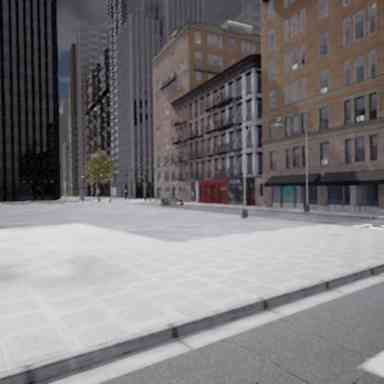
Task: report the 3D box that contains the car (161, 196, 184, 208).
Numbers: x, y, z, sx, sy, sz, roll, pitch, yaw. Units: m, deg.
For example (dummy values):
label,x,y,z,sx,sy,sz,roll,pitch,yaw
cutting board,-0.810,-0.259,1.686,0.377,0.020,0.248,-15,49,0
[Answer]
label,x,y,z,sx,sy,sz,roll,pitch,yaw
car,-2.690,1.322,44.542,2.128,1.511,4.902,-1,0,-26
